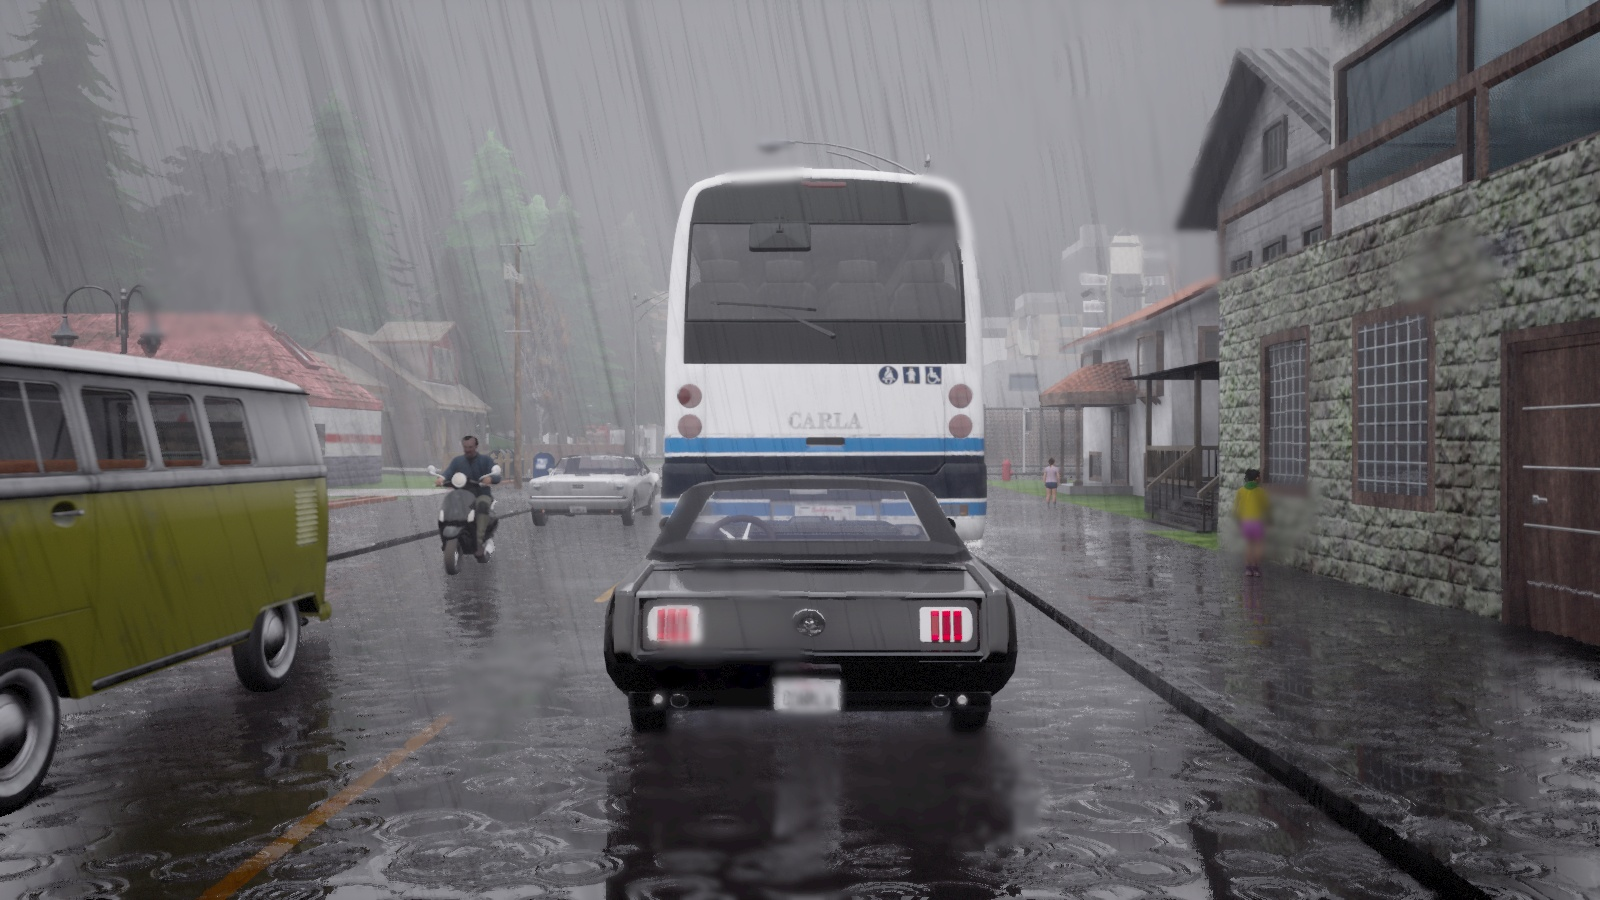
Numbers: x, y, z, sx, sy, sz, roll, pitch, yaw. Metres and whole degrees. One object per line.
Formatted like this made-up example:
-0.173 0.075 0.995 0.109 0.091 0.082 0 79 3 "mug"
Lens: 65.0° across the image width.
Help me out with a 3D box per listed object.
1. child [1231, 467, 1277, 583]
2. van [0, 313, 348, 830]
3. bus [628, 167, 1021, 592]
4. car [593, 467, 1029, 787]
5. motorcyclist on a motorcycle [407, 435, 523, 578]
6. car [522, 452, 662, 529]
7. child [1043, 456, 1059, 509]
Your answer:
4.713 0.766 13.039 0.299 1.160 0.473 0 0 40 "child"
-3.955 0.461 6.265 1.775 1.987 4.442 0 0 0 "van"
0.139 -0.730 17.748 3.944 4.253 10.273 0 0 -1 "bus"
0.053 0.803 7.818 1.895 1.301 4.718 0 0 0 "car"
-3.914 0.613 14.822 0.866 1.590 1.817 0 1 0 "motorcyclist on a motorcycle"
-3.871 0.707 24.164 1.895 1.301 4.718 0 0 0 "car"
5.335 0.690 26.666 0.255 1.110 0.394 0 0 26 "child"
